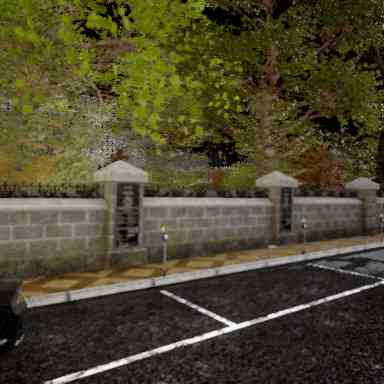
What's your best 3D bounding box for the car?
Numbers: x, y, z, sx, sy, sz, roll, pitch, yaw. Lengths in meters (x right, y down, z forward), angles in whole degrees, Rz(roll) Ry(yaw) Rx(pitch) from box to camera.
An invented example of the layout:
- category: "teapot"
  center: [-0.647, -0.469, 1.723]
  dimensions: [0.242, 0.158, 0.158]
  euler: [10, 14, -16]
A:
- category: "car"
  center: [-4.201, 1.534, 3.554]
  dimensions: [4.403, 1.369, 2.008]
  euler: [1, 0, -36]
